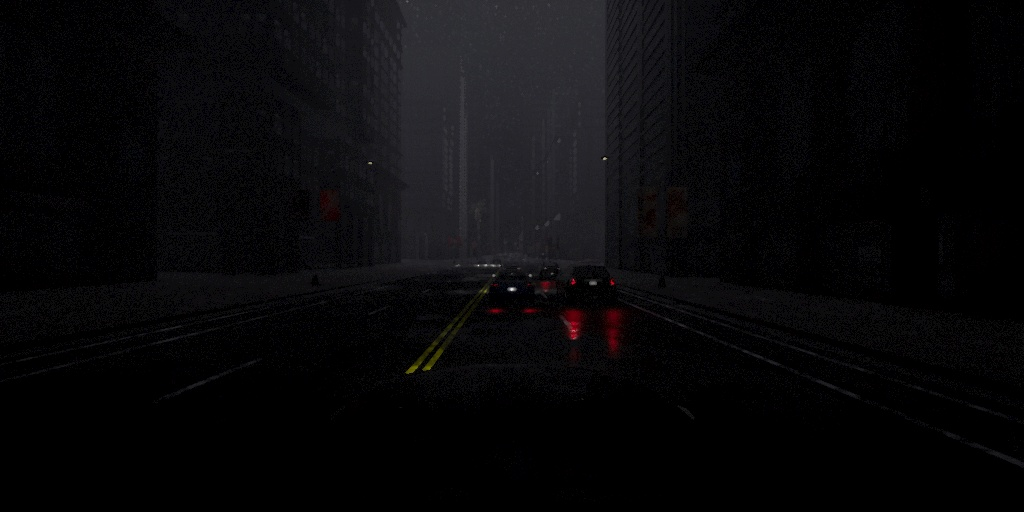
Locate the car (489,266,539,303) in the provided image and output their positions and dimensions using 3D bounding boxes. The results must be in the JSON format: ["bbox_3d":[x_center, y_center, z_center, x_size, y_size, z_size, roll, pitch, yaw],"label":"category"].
[{"bbox_3d":[0.000,1.316,16.500,1.994,1.385,4.181,0,0,0],"label":"car"}]

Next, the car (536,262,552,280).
[{"bbox_3d":[3.250,1.232,31.499,2.128,1.511,4.902,0,0,0],"label":"car"}]

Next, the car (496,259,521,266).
[{"bbox_3d":[0.000,1.232,31.499,2.128,1.511,4.902,0,0,0],"label":"car"}]

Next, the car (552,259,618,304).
[{"bbox_3d":[3.250,1.110,16.470,2.097,1.767,4.553,0,0,0],"label":"car"}]
